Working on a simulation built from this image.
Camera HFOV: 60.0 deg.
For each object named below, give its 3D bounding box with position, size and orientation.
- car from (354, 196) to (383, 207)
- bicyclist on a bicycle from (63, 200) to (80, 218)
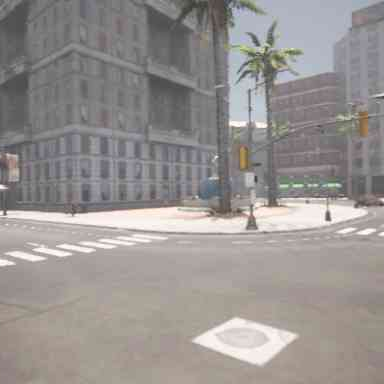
[{"bbox_3d":[22.594,1.177,42.513,1.994,1.385,4.181,-1,0,-2],"label":"car"},{"bbox_3d":[-11.086,1.531,30.597,0.582,1.620,1.656,-1,0,41],"label":"bicyclist on a bicycle"}]
